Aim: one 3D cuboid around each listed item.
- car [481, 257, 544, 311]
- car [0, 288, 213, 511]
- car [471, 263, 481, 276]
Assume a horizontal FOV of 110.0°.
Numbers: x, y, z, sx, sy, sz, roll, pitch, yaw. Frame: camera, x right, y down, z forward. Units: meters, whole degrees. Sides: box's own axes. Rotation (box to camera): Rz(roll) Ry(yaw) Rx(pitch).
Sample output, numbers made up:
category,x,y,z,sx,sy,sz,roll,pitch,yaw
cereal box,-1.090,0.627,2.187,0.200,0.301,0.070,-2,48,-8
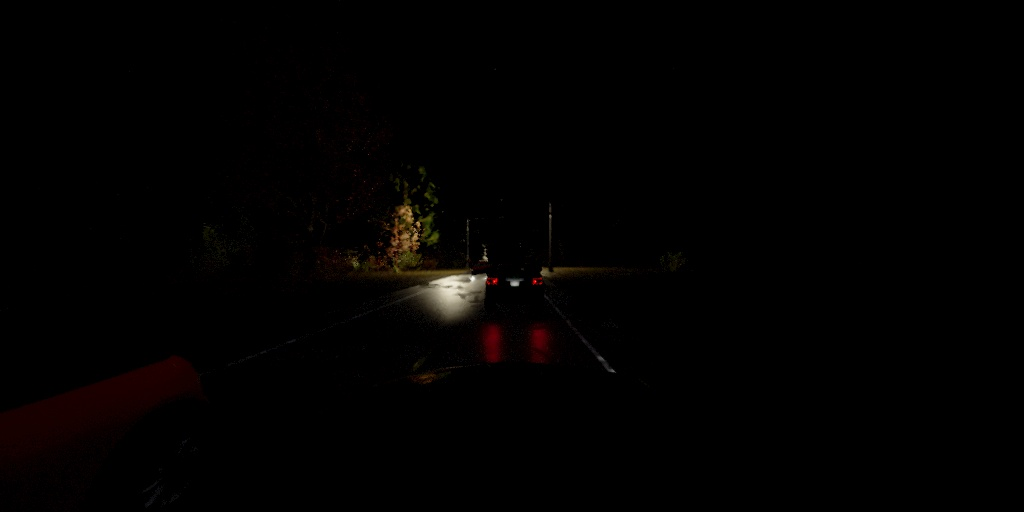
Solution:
category,x,y,z,sx,sy,sz,roll,pitch,yaw
car,0.096,1.051,14.931,2.150,2.045,5.566,0,0,0
car,-3.601,1.099,1.098,2.097,1.767,4.553,0,0,0
car,-3.599,1.504,41.880,1.882,1.535,5.008,0,0,0
